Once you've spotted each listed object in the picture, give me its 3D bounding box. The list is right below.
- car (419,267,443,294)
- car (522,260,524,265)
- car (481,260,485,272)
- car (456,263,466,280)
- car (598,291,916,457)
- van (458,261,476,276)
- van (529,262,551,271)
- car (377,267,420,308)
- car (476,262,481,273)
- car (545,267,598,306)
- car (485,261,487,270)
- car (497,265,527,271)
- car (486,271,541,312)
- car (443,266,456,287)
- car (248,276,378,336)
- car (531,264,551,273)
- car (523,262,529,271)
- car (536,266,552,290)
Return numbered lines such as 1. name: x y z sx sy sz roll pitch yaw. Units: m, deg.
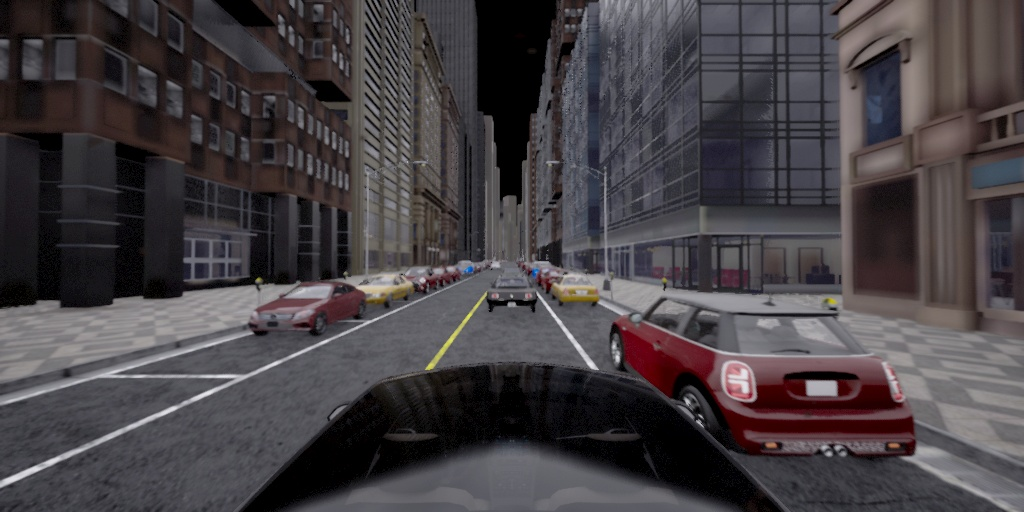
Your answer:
1. car: -5.772 1.396 21.926 1.967 1.591 4.097 0 0 0
2. car: 2.740 1.684 49.948 1.967 1.591 4.097 0 0 0
3. car: -5.788 1.741 55.536 1.967 1.591 4.097 0 0 0
4. car: -5.777 1.616 33.130 1.888 1.381 4.507 0 0 0
5. car: 2.761 1.225 5.133 1.967 1.591 4.097 0 0 0
6. van: -5.783 1.527 44.333 1.690 1.789 3.998 0 0 0
7. van: 2.748 1.412 33.142 1.690 1.789 3.998 0 0 0
8. car: -5.769 1.425 16.155 1.751 1.417 4.829 0 0 0
9. car: -5.785 1.826 49.934 1.802 1.307 4.207 0 0 0
10. car: 2.756 1.425 16.507 1.751 1.417 4.829 0 0 0
11. car: -5.790 1.924 61.137 1.948 1.339 4.313 0 0 0
12. car: 0.005 1.641 30.104 1.895 1.301 4.718 0 -1 0
13. car: 0.012 1.488 15.112 1.895 1.301 4.718 0 -1 0
14. car: -5.775 1.559 27.528 1.888 1.381 4.507 0 0 0
15. car: -5.767 1.424 10.723 1.802 1.307 4.207 0 0 0
16. car: 2.751 1.559 27.540 1.888 1.381 4.507 0 0 0
17. car: 2.743 1.732 44.347 1.888 1.381 4.507 0 0 0
18. car: 2.753 1.502 21.939 1.888 1.381 4.507 0 0 0
